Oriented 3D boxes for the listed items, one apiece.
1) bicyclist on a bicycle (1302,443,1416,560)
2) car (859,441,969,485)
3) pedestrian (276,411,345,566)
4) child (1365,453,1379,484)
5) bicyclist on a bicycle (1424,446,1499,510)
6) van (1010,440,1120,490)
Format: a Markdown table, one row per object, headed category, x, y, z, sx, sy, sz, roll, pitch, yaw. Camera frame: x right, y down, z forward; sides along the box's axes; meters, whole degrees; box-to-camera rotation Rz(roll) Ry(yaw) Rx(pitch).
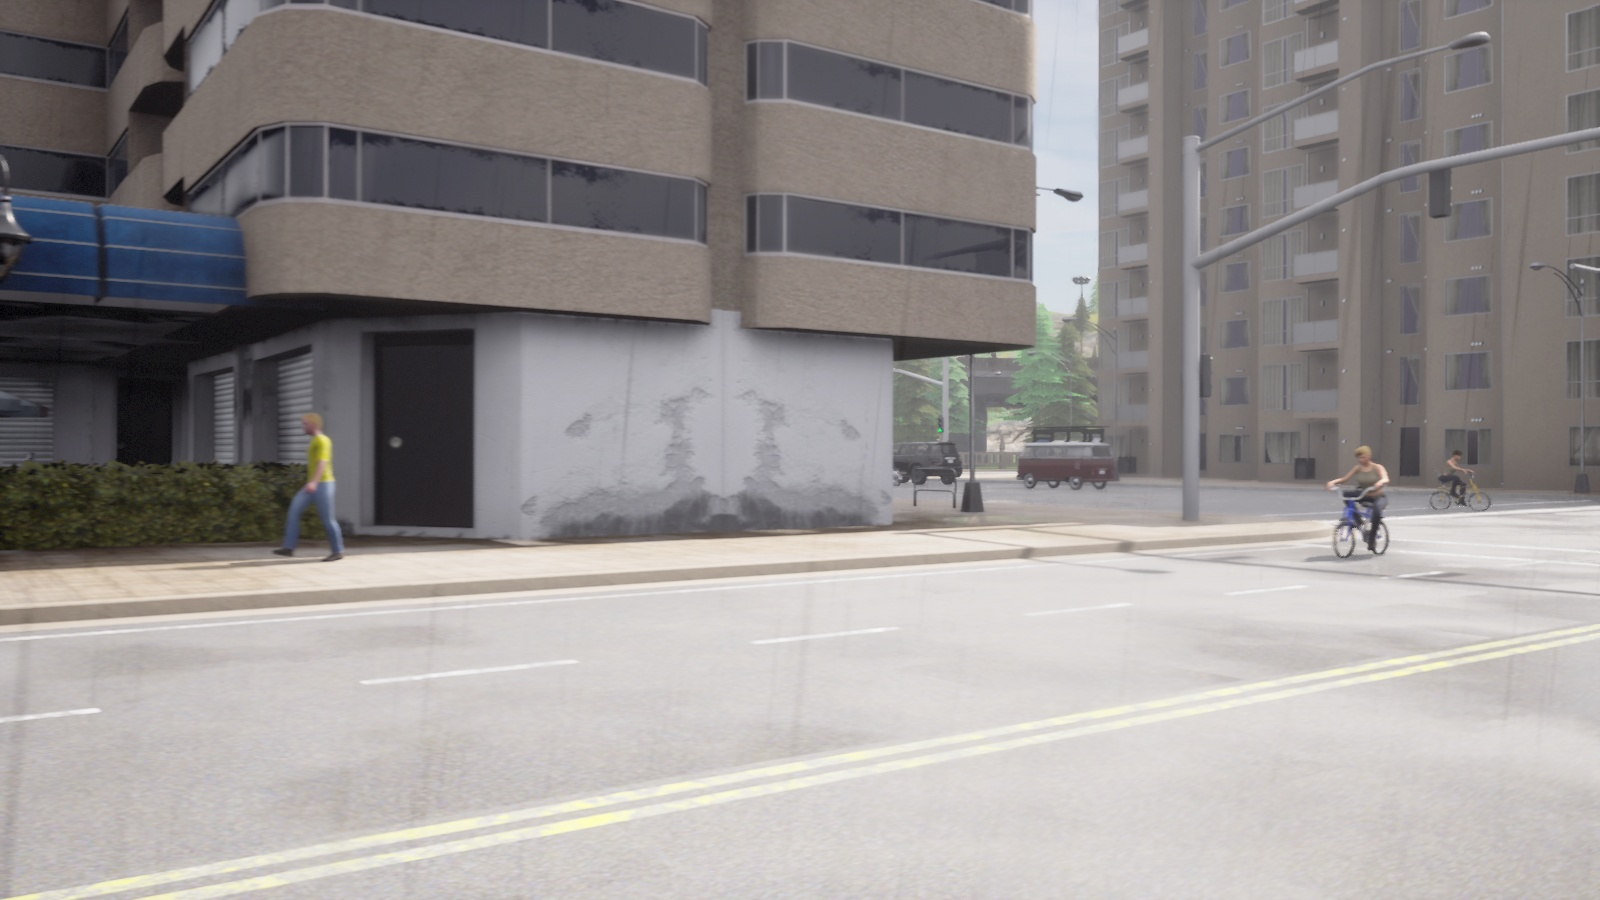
| category | x | y | z | sx | sy | sz | roll | pitch | yaw |
| --- | --- | --- | --- | --- | --- | --- | --- | --- | --- |
| bicyclist on a bicycle | 8.061 | 0.709 | 18.097 | 1.509 | 1.612 | 0.866 | 0 | -1 | -37 |
| car | 5.411 | 0.603 | 60.411 | 2.150 | 2.045 | 5.566 | 0 | 0 | -36 |
| pedestrian | -5.914 | 0.454 | 15.173 | 0.706 | 1.836 | 0.354 | 0 | 0 | -38 |
| child | 23.460 | 0.762 | 51.493 | 0.270 | 1.263 | 0.437 | 0 | 0 | -34 |
| bicyclist on a bicycle | 17.174 | 0.726 | 32.616 | 0.866 | 1.612 | 1.509 | 1 | -1 | -43 |
| van | 11.053 | 0.605 | 52.628 | 1.775 | 1.987 | 4.442 | 0 | 0 | -36 |
